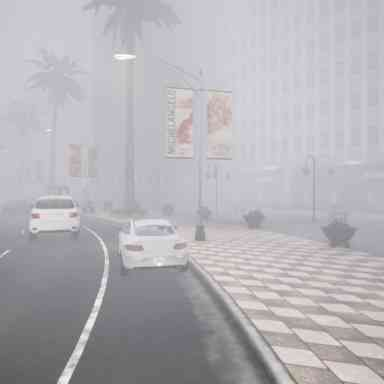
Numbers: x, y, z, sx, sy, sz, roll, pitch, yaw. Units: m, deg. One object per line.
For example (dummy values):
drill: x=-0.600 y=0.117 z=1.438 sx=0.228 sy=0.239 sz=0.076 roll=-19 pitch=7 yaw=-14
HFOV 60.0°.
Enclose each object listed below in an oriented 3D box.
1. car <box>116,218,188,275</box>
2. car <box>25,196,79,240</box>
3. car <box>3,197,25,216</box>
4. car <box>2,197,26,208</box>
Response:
car: x=-1.355 y=1.525 z=10.430 sx=1.812 sy=1.442 sz=4.674 roll=0 pitch=0 yaw=-14
car: x=-7.101 y=1.216 z=17.172 sx=2.150 sy=2.045 sz=5.566 roll=0 pitch=0 yaw=-23
car: x=-17.169 y=1.478 z=32.538 sx=2.128 sy=1.511 sz=4.902 roll=0 pitch=0 yaw=-38
car: x=-25.899 y=1.461 z=48.418 sx=2.231 sy=1.521 sz=4.892 roll=0 pitch=0 yaw=-39
